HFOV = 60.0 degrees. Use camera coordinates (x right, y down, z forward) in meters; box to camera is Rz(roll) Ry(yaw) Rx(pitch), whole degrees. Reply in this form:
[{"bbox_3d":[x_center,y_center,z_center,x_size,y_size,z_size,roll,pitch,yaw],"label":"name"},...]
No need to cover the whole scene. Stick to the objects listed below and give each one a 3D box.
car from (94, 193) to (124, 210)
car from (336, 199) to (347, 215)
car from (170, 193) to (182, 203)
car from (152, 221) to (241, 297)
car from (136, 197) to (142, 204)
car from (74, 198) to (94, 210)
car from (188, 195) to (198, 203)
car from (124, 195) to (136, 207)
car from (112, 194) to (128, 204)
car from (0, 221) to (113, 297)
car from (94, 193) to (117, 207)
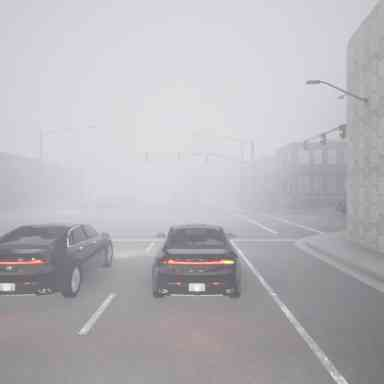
[{"bbox_3d":[-10.454,1.352,42.258,2.097,1.767,4.553,0,0,0],"label":"car"},{"bbox_3d":[14.910,0.764,27.576,5.566,2.045,2.150,-5,0,0],"label":"car"},{"bbox_3d":[-3.279,1.221,68.315,2.150,2.045,5.566,0,0,0],"label":"car"},{"bbox_3d":[0.106,1.505,8.537,1.837,1.490,4.892,0,0,0],"label":"car"},{"bbox_3d":[-10.364,1.564,61.004,1.994,1.385,4.181,0,0,1],"label":"car"},{"bbox_3d":[-13.946,1.491,43.758,2.128,1.511,4.902,0,0,0],"label":"car"},{"bbox_3d":[0.221,1.352,68.248,2.097,1.767,4.553,0,0,0],"label":"car"},{"bbox_3d":[-10.422,1.352,51.111,2.097,1.767,4.553,0,0,0],"label":"car"},{"bbox_3d":[-13.834,1.352,63.876,2.097,1.767,4.553,0,0,1],"label":"car"},{"bbox_3d":[-3.394,1.505,8.553,1.837,1.490,4.892,0,0,0],"label":"car"},{"bbox_3d":[-13.906,1.223,53.885,2.150,2.045,5.566,0,0,0],"label":"car"}]
